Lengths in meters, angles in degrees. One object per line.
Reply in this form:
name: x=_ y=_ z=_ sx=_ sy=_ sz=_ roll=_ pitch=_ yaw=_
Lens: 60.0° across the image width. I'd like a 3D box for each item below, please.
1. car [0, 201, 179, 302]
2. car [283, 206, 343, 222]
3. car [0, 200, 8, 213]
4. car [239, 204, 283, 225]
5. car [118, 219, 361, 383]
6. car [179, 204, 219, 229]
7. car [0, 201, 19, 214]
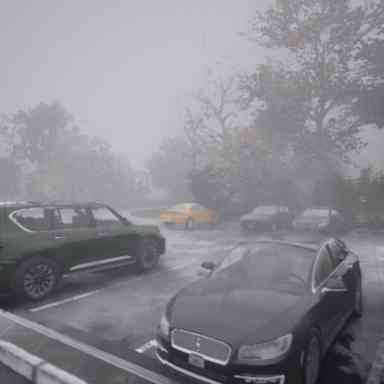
car: x=-3.093 y=1.243 z=8.684 sx=2.435 sy=2.045 sz=5.566 roll=0 pitch=0 yaw=36
car: x=6.766 y=1.522 z=17.685 sx=2.002 sy=1.452 sz=4.674 roll=0 pitch=0 yaw=36
car: x=-25.772 y=1.841 z=40.929 sx=2.097 sy=1.535 sz=5.008 roll=-1 pitch=0 yaw=36
car: x=4.499 y=1.494 z=19.307 sx=2.097 sy=1.535 sz=5.008 roll=0 pitch=0 yaw=36
car: x=1.457 y=1.473 z=5.410 sx=2.231 sy=1.521 sz=4.892 roll=0 pitch=0 yaw=35
car: x=-0.038 y=1.529 z=22.534 sx=2.097 sy=1.535 sz=5.008 roll=-1 pitch=0 yaw=36
car: x=-23.215 y=1.849 z=39.092 sx=2.002 sy=1.452 sz=4.674 roll=-1 pitch=0 yaw=36
